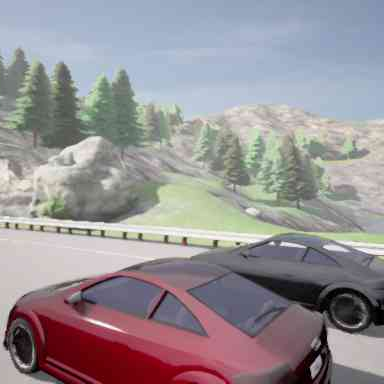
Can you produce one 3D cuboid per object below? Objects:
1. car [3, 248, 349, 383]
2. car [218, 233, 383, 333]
[{"bbox_3d":[-0.508,1.558,4.193,4.181,1.385,1.994,0,0,35],"label":"car"},{"bbox_3d":[1.845,1.551,6.818,4.181,1.385,1.994,0,0,35],"label":"car"}]
